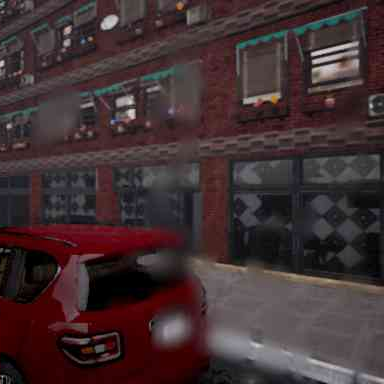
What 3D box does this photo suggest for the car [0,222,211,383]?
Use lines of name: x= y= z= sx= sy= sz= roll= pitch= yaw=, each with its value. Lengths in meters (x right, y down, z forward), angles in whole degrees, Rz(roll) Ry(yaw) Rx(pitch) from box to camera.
car: x=-2.115 y=1.336 z=4.380 sx=5.009 sy=1.841 sz=2.192 roll=0 pitch=0 yaw=35
